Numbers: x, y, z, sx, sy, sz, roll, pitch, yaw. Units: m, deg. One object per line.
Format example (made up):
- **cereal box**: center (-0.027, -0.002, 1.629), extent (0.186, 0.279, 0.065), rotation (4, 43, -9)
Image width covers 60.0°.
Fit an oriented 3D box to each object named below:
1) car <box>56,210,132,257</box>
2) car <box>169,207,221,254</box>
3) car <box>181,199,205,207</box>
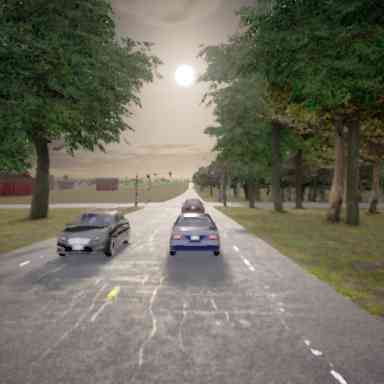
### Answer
- **car**: center (-3.603, 1.484, 12.965), extent (2.128, 1.511, 4.902), rotation (0, 0, 0)
- **car**: center (0.097, 1.540, 13.341), extent (2.033, 1.411, 5.357), rotation (0, 0, 0)
- **car**: center (0.092, 1.382, 30.875), extent (2.097, 1.767, 4.553), rotation (0, 0, 0)
